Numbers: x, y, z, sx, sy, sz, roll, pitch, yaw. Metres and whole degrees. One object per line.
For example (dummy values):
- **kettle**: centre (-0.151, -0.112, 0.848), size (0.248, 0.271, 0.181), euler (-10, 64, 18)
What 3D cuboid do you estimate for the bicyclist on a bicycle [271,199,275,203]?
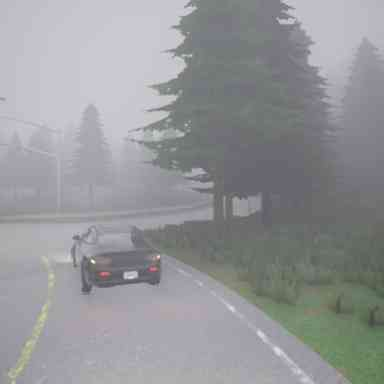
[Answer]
- **bicyclist on a bicycle**: centre (6.903, 1.091, 29.718), size (1.656, 1.620, 0.582), euler (-14, -4, 36)

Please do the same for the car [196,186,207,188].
- **car**: centre (1.901, -1.268, 69.176), size (1.994, 1.385, 4.181), euler (0, 4, -4)

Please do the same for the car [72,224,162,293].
- **car**: centre (-2.191, 1.593, 9.129), size (1.812, 1.442, 4.674), euler (0, 0, -23)
